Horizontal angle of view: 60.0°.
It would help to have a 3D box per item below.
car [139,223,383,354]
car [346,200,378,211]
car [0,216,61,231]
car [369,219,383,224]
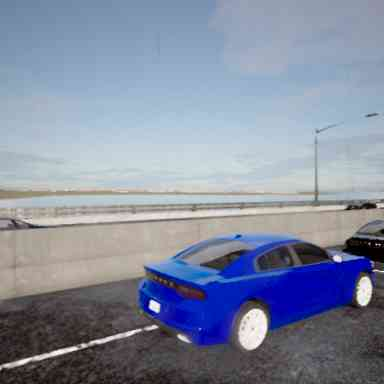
[{"bbox_3d":[1.481,1.492,6.222,5.008,1.535,1.882,0,0,-36],"label":"car"},{"bbox_3d":[20.301,1.642,39.743,4.181,1.385,1.994,0,0,-35],"label":"car"},{"bbox_3d":[-7.326,1.572,11.656,5.357,1.411,2.033,0,0,-36],"label":"car"},{"bbox_3d":[6.358,1.526,9.703,4.892,1.490,1.837,0,0,-35],"label":"car"}]
